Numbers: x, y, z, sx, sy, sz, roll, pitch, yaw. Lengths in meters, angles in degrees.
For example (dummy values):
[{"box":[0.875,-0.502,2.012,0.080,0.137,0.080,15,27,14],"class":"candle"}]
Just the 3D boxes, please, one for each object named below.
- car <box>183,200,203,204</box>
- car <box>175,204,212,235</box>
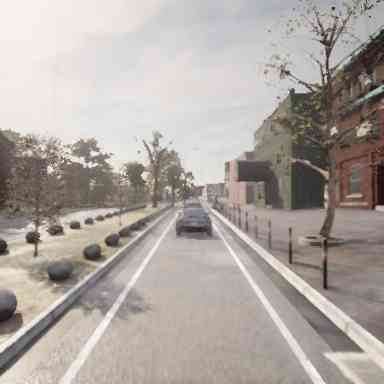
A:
[{"box":[0.103,1.550,35.923,2.128,1.511,4.902,0,0,0],"class":"car"},{"box":[0.102,1.587,18.940,1.994,1.385,4.181,0,0,0],"class":"car"}]
